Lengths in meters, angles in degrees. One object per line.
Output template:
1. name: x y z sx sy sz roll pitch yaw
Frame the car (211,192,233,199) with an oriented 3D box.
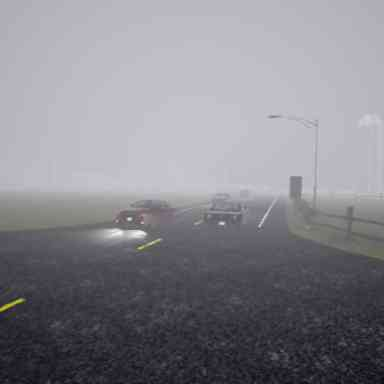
1. car: 3.435 0.730 37.213 2.033 1.411 5.357 1 1 15

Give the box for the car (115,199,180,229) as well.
1. car: -2.252 1.089 17.884 1.994 1.385 4.181 2 2 23

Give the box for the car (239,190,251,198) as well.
1. car: 9.319 0.346 58.208 1.837 1.490 4.892 1 1 15

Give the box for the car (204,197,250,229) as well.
1. car: 2.072 1.195 18.330 1.895 1.301 4.718 1 1 15
